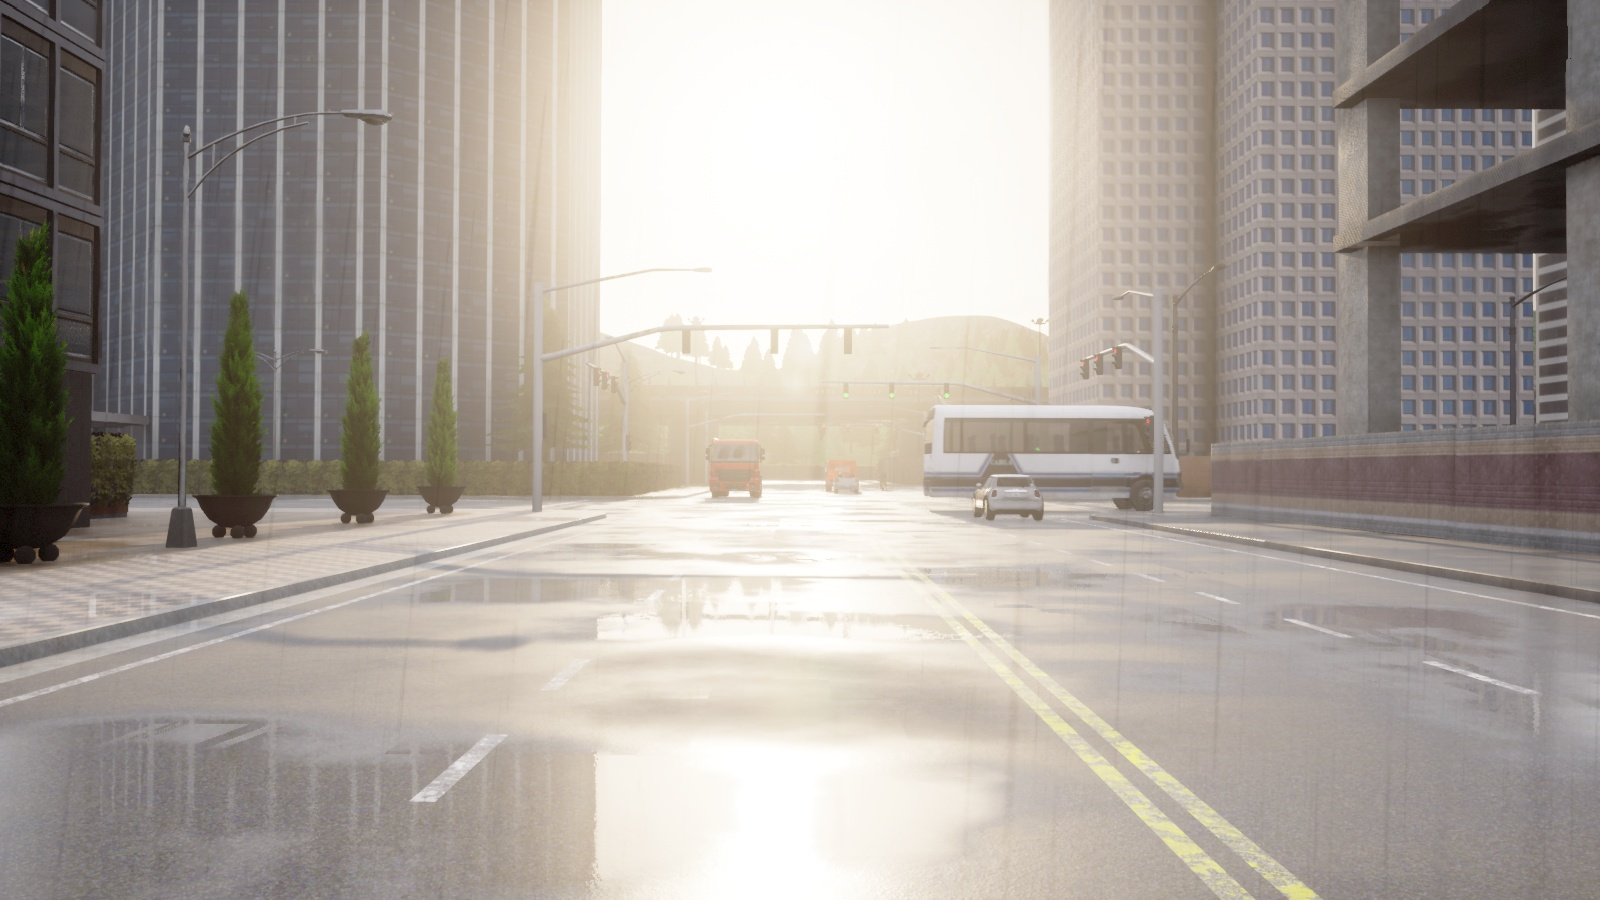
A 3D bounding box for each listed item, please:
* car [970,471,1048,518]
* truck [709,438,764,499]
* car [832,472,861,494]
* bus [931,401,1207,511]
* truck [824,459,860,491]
[{"bbox_3d":[6.894,1.453,41.826,1.970,1.475,3.806,0,-1,0],"label":"car"},{"bbox_3d":[-3.695,1.100,74.778,2.891,3.462,7.936,0,-1,0],"label":"truck"},{"bbox_3d":[3.273,2.303,88.921,1.845,1.501,3.633,0,-1,0],"label":"car"},{"bbox_3d":[10.687,0.248,50.898,10.273,4.253,3.944,0,-1,-1],"label":"bus"},{"bbox_3d":[3.248,1.956,97.989,2.627,2.467,5.204,0,-1,0],"label":"truck"}]
